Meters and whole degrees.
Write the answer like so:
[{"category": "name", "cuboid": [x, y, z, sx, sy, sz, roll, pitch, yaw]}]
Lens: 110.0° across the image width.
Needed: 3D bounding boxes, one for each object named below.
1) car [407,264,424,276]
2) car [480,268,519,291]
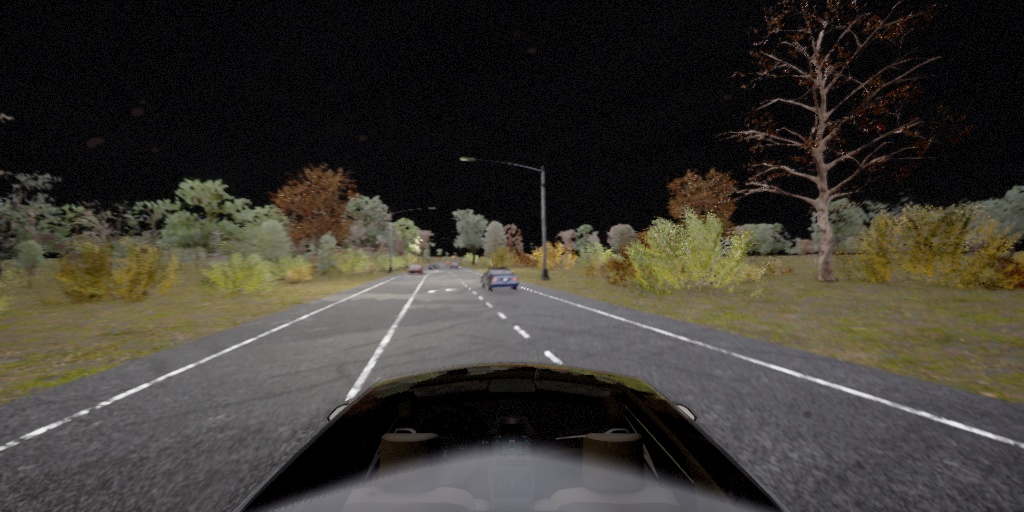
[{"category": "car", "cuboid": [-13.297, 1.862, 49.559, 1.882, 1.535, 5.008, -1, 0, -9]}, {"category": "car", "cuboid": [-0.916, 1.488, 23.685, 2.033, 1.411, 5.357, -1, 0, -12]}]
